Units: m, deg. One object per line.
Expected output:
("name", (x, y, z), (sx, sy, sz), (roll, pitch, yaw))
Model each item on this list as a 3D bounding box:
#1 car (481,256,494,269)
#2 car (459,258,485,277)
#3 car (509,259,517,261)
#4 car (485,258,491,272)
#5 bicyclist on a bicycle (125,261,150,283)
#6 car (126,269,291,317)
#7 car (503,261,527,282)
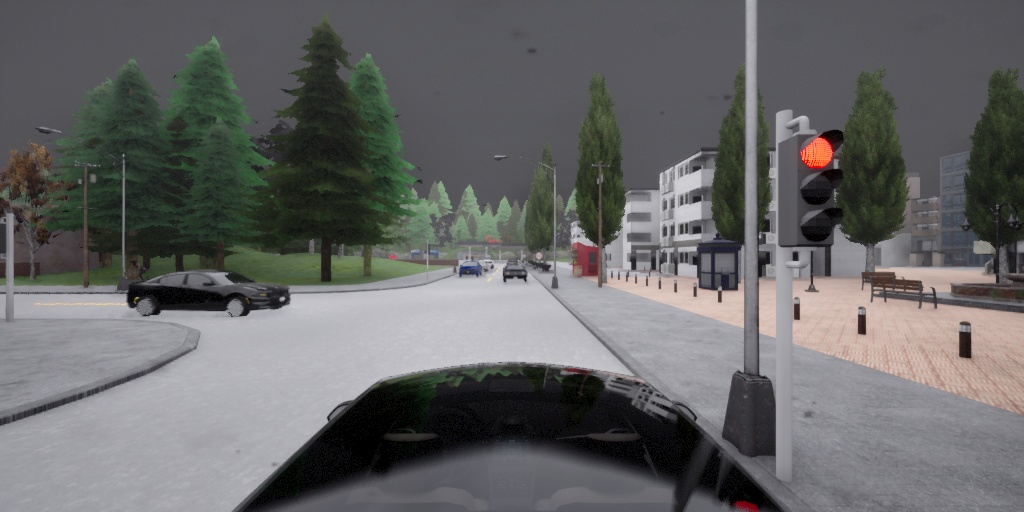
("car", (-4.025, 0.971, 56.389), (2.150, 2.045, 5.566), (0, 0, 0))
("car", (-4.089, 1.228, 35.828), (1.882, 1.535, 5.008), (0, 0, 0))
("car", (0.149, 1.241, 63.156), (2.128, 1.511, 4.902), (0, 0, 0))
("car", (-4.070, 1.276, 45.989), (1.812, 1.442, 4.674), (0, 0, 0))
("bicyclist on a bicycle", (-22.137, 1.099, 21.137), (0.582, 1.620, 1.656), (0, 0, 0))
("car", (-10.496, 1.228, 12.605), (5.008, 1.535, 1.882), (0, 0, 3))
("car", (0.200, 1.351, 29.480), (1.895, 1.301, 4.718), (0, 0, -1))
